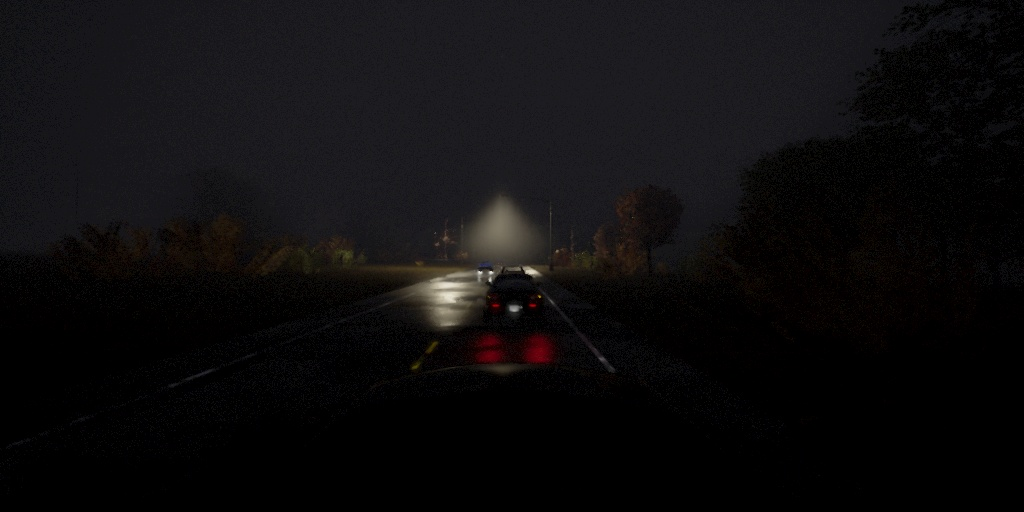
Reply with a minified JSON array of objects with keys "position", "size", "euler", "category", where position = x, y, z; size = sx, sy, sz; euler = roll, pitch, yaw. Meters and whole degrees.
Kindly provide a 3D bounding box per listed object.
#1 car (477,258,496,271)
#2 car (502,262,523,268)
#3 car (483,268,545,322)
[{"position":[-3.589,1.322,49.572],"size":[1.812,1.442,4.674],"euler":[0,0,0],"category":"car"},{"position":[0.058,1.369,26.429],"size":[1.895,1.301,4.718],"euler":[0,0,0],"category":"car"},{"position":[0.064,1.284,12.146],"size":[1.812,1.442,4.674],"euler":[0,0,0],"category":"car"}]
